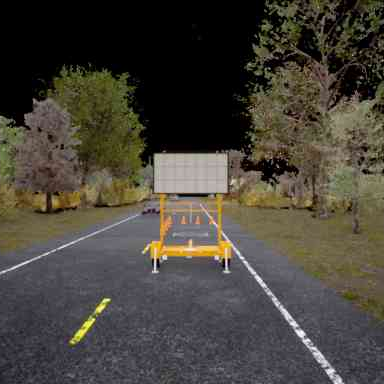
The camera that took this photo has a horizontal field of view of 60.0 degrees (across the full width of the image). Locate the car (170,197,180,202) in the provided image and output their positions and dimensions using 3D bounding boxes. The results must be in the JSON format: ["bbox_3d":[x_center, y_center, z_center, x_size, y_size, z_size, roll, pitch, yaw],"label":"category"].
[{"bbox_3d":[-3.799,1.709,74.521,1.994,1.385,4.181,0,0,0],"label":"car"}]

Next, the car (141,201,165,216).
[{"bbox_3d":[-3.729,1.597,32.390,1.994,1.385,4.181,0,0,0],"label":"car"}]

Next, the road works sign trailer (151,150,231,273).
[{"bbox_3d":[-0.036,0.469,10.672,2.380,3.560,2.880,0,0,0],"label":"road works sign trailer"}]
